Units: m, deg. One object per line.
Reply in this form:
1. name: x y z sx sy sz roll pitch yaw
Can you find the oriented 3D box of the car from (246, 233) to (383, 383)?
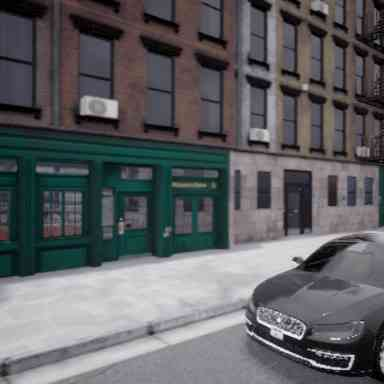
1. car: 3.029 1.506 5.521 4.892 1.490 1.837 0 0 -35
